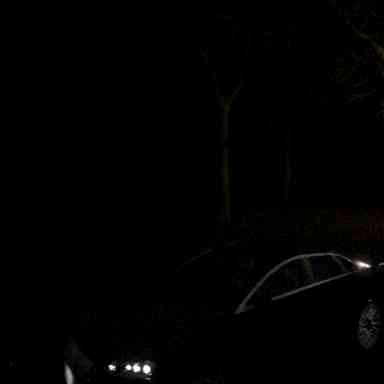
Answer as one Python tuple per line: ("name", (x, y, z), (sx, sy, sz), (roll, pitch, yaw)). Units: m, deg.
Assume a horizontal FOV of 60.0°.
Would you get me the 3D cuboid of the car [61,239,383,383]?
("car", (0.834, 1.481, 4.586), (4.902, 1.511, 2.128), (0, 0, -36))
